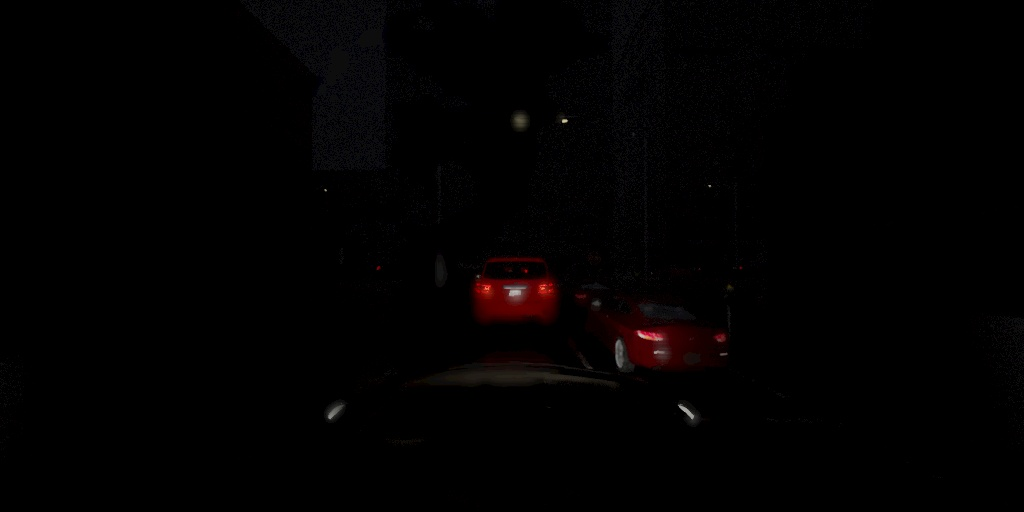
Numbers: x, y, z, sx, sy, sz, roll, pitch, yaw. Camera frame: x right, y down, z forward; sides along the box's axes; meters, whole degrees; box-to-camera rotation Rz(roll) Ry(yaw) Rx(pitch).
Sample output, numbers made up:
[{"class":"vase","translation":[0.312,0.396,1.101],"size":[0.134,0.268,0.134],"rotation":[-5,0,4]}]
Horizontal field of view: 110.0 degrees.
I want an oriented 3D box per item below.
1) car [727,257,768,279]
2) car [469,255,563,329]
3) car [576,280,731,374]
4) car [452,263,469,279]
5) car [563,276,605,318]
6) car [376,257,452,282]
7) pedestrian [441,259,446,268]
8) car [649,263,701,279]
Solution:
[{"class":"car","translation":[19.986,0.988,28.820],"size":[4.553,1.767,2.097],"rotation":[0,-1,0]},{"class":"car","translation":[0.118,1.007,11.463],"size":[2.150,2.045,5.566],"rotation":[0,0,1]},{"class":"car","translation":[2.648,1.352,7.301],"size":[1.802,1.307,4.207],"rotation":[0,0,0]},{"class":"car","translation":[-4.194,1.401,31.913],"size":[5.008,1.535,1.882],"rotation":[-1,-1,0]},{"class":"car","translation":[2.659,1.372,12.740],"size":[1.802,1.307,4.207],"rotation":[0,0,0]},{"class":"car","translation":[-8.053,1.118,28.993],"size":[5.566,2.045,2.150],"rotation":[-1,-1,0]},{"class":"pedestrian","translation":[-6.758,1.157,34.845],"size":[0.375,1.860,0.375],"rotation":[0,-1,0]},{"class":"car","translation":[14.405,1.314,31.798],"size":[4.181,1.385,1.994],"rotation":[-1,-1,0]}]
